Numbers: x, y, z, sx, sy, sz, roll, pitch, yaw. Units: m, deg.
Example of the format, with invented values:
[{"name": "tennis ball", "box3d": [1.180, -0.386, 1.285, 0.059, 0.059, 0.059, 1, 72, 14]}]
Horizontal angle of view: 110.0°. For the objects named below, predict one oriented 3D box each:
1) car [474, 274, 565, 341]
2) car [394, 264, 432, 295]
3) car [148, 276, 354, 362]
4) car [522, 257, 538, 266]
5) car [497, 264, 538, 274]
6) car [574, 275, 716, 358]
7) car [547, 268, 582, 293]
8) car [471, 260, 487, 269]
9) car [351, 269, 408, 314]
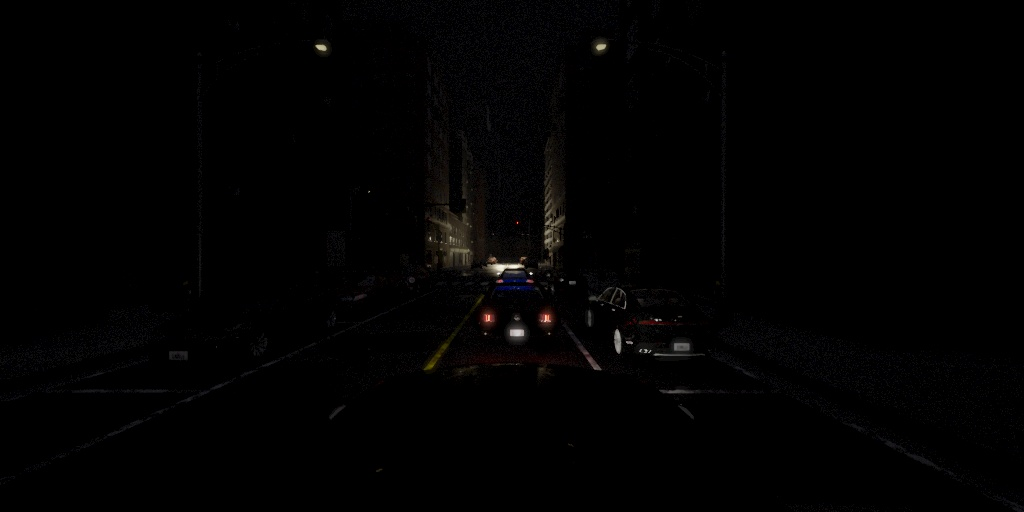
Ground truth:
[{"name": "car", "box3d": [0.118, 1.351, 9.858, 1.895, 1.301, 4.718, 0, 0, 0]}, {"name": "car", "box3d": [-5.618, 1.190, 19.261, 1.967, 1.591, 4.097, 0, 0, 0]}, {"name": "car", "box3d": [-5.650, 1.315, 8.258, 1.948, 1.339, 4.313, 0, 0, 0]}, {"name": "car", "box3d": [3.050, 1.225, 56.325, 1.967, 1.591, 4.097, 0, 0, 0]}, {"name": "car", "box3d": [0.145, 1.314, 18.617, 1.994, 1.385, 4.181, 0, 0, 1]}, {"name": "car", "box3d": [2.875, 1.300, 8.234, 2.007, 1.370, 4.403, 0, 0, 0]}, {"name": "car", "box3d": [2.907, 1.316, 19.236, 1.948, 1.339, 4.313, 0, 0, 0]}, {"name": "car", "box3d": [-5.475, 1.367, 56.363, 1.802, 1.307, 4.207, 0, 0, 0]}, {"name": "car", "box3d": [-5.635, 1.332, 13.760, 1.802, 1.307, 4.207, 0, 0, 0]}]
